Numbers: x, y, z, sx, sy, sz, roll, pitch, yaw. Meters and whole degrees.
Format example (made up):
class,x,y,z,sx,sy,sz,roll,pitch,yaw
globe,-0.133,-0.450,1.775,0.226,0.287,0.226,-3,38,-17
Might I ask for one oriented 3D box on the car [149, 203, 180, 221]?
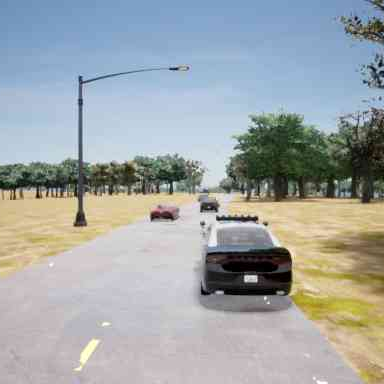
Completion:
class,x,y,z,sx,sy,sz,roll,pitch,yaw
car,-2.101,1.565,26.557,1.895,1.301,4.718,0,0,4

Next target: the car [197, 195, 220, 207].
class,x,y,z,sx,sy,sz,roll,pitch,yaw
car,1.959,1.393,36.799,1.882,1.535,5.008,0,0,6

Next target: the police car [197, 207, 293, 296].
class,x,y,z,sx,sy,sz,roll,pitch,yaw
police car,1.168,1.423,8.812,1.930,1.638,5.238,0,0,1
